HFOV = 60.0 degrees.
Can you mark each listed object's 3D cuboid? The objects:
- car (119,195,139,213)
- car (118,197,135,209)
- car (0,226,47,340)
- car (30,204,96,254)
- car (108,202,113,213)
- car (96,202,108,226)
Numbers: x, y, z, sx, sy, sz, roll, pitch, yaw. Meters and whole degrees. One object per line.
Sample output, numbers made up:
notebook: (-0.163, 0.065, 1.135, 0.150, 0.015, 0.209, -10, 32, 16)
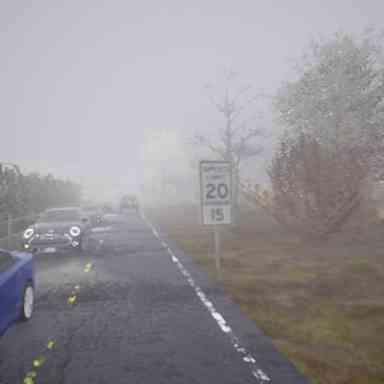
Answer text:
car: (-7.361, 1.331, 38.930, 2.150, 2.045, 5.566, -1, 0, -11)
car: (-9.877, 1.629, 50.139, 2.128, 1.511, 4.902, -1, 0, -15)
car: (-3.561, 1.560, 4.370, 1.882, 1.535, 5.008, -1, 0, -11)
car: (-5.446, 1.464, 13.942, 2.097, 1.767, 4.553, -1, 0, -11)
car: (-10.463, 1.806, 39.970, 1.895, 1.301, 4.718, -1, 0, -11)
car: (-7.515, 1.650, 24.504, 1.837, 1.490, 4.892, -1, 0, -11)
